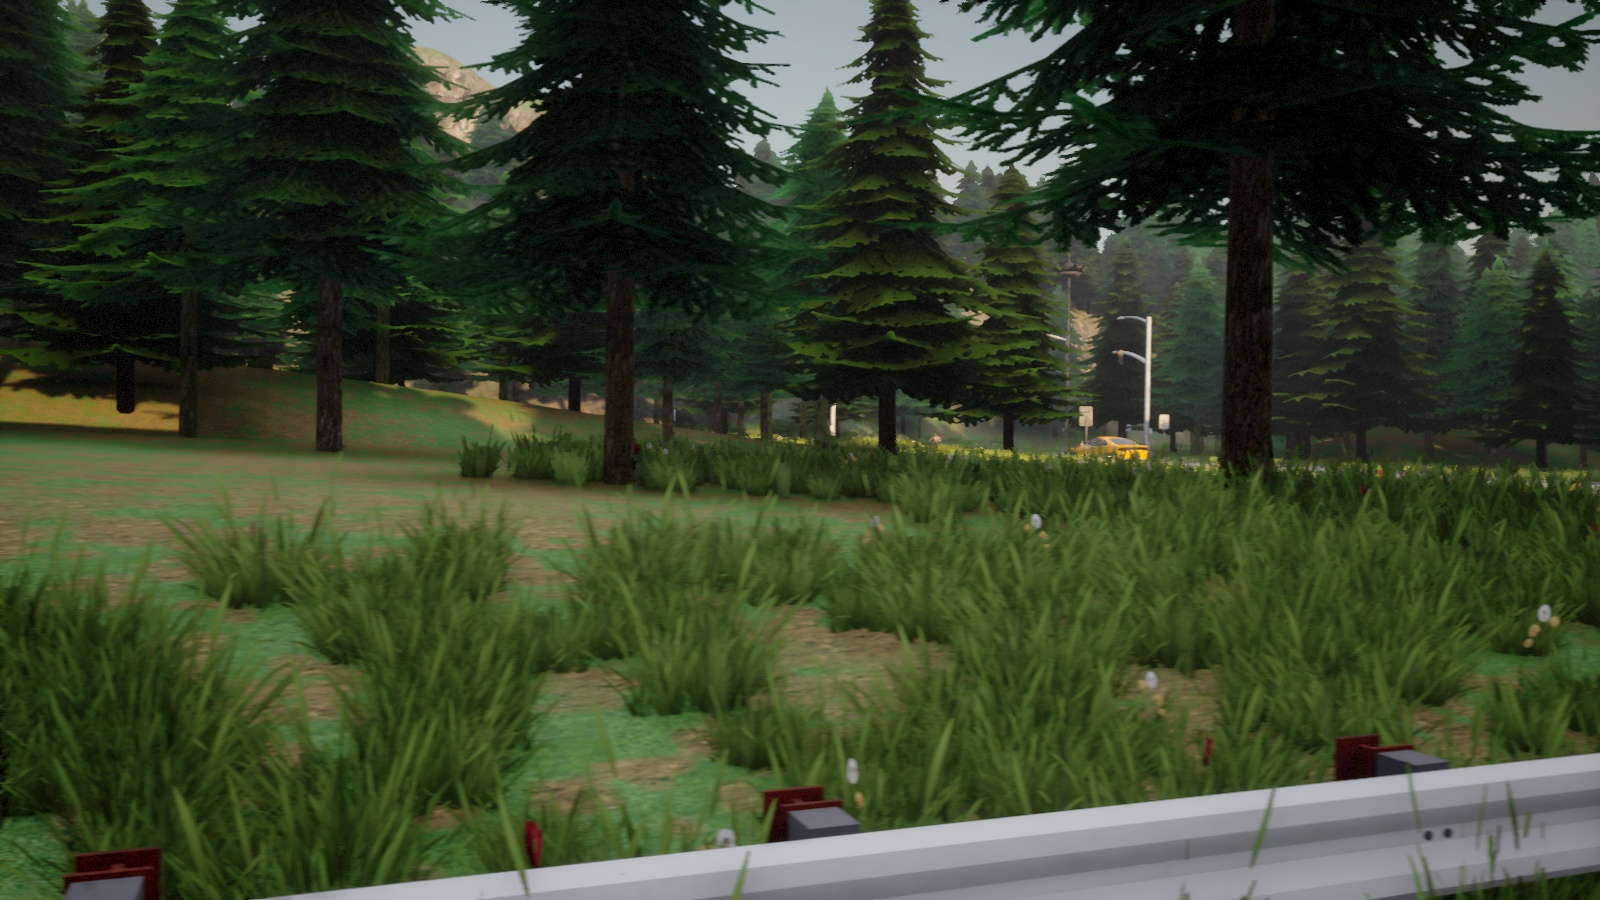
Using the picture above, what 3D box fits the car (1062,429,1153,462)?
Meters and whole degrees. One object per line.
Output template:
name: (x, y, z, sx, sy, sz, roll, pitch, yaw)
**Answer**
car: (15.015, -0.233, 61.582, 1.882, 1.535, 5.008, -1, 1, -20)
